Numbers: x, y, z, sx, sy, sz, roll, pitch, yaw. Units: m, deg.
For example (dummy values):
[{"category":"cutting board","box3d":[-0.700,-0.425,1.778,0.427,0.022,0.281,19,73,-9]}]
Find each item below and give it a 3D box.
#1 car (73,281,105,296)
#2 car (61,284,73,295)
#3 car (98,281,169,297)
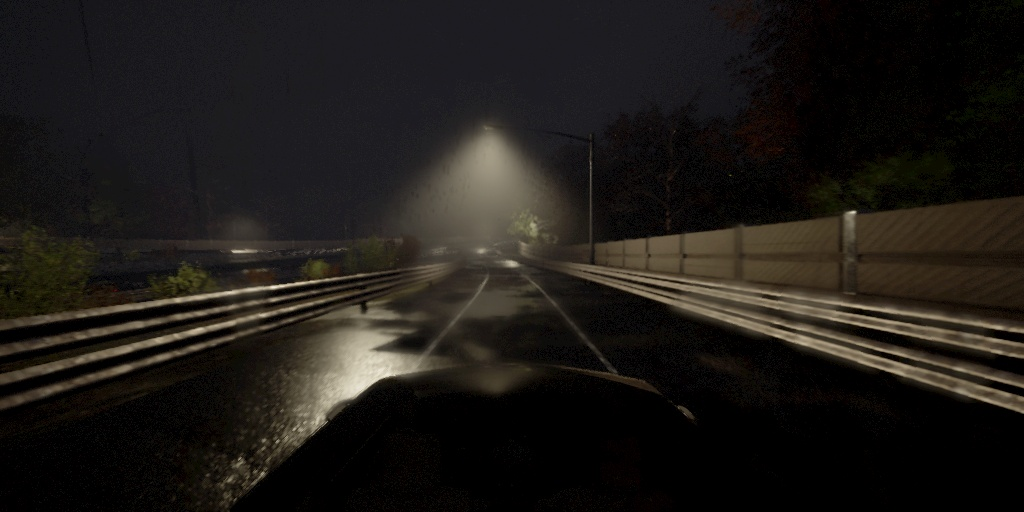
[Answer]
[{"category":"car","box3d":[-40.938,3.289,37.074,1.837,1.490,4.892,1,4,15]},{"category":"car","box3d":[-44.336,3.281,37.915,1.994,1.385,4.181,1,4,15]},{"category":"car","box3d":[-37.532,3.330,36.269,2.128,1.511,4.902,1,4,15]}]
